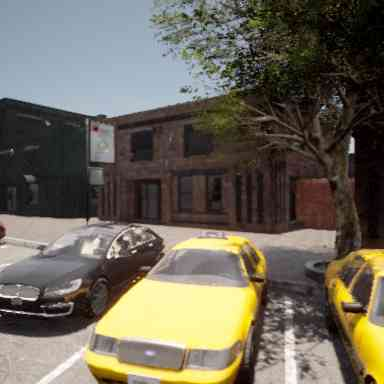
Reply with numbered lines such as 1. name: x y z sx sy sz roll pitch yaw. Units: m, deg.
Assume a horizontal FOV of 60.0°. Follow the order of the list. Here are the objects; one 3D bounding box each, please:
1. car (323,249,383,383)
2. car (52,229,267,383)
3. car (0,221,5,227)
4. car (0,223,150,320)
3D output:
1. car: 2.721 1.480 3.933 1.946 1.575 5.366 0 -1 15
2. car: 0.277 1.489 5.675 1.946 1.575 5.366 0 -1 16
3. car: -9.433 1.568 12.839 2.002 1.452 4.674 0 -1 16
4. car: -2.111 1.504 7.604 2.231 1.521 4.892 0 -1 16
